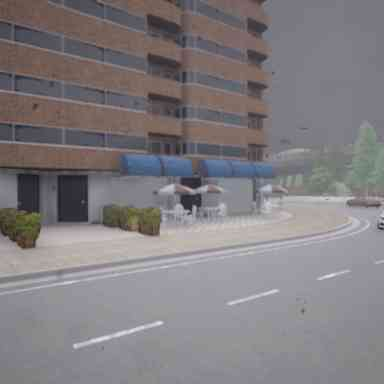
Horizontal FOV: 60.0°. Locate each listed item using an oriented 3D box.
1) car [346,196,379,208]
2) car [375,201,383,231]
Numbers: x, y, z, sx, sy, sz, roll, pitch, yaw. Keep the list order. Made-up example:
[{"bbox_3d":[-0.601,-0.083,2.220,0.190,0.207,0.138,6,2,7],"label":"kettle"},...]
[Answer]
[{"bbox_3d":[21.140,1.225,41.138,1.994,1.385,4.181,0,0,-16],"label":"car"},{"bbox_3d":[11.756,1.357,18.796,1.812,1.442,4.674,0,0,34],"label":"car"}]
